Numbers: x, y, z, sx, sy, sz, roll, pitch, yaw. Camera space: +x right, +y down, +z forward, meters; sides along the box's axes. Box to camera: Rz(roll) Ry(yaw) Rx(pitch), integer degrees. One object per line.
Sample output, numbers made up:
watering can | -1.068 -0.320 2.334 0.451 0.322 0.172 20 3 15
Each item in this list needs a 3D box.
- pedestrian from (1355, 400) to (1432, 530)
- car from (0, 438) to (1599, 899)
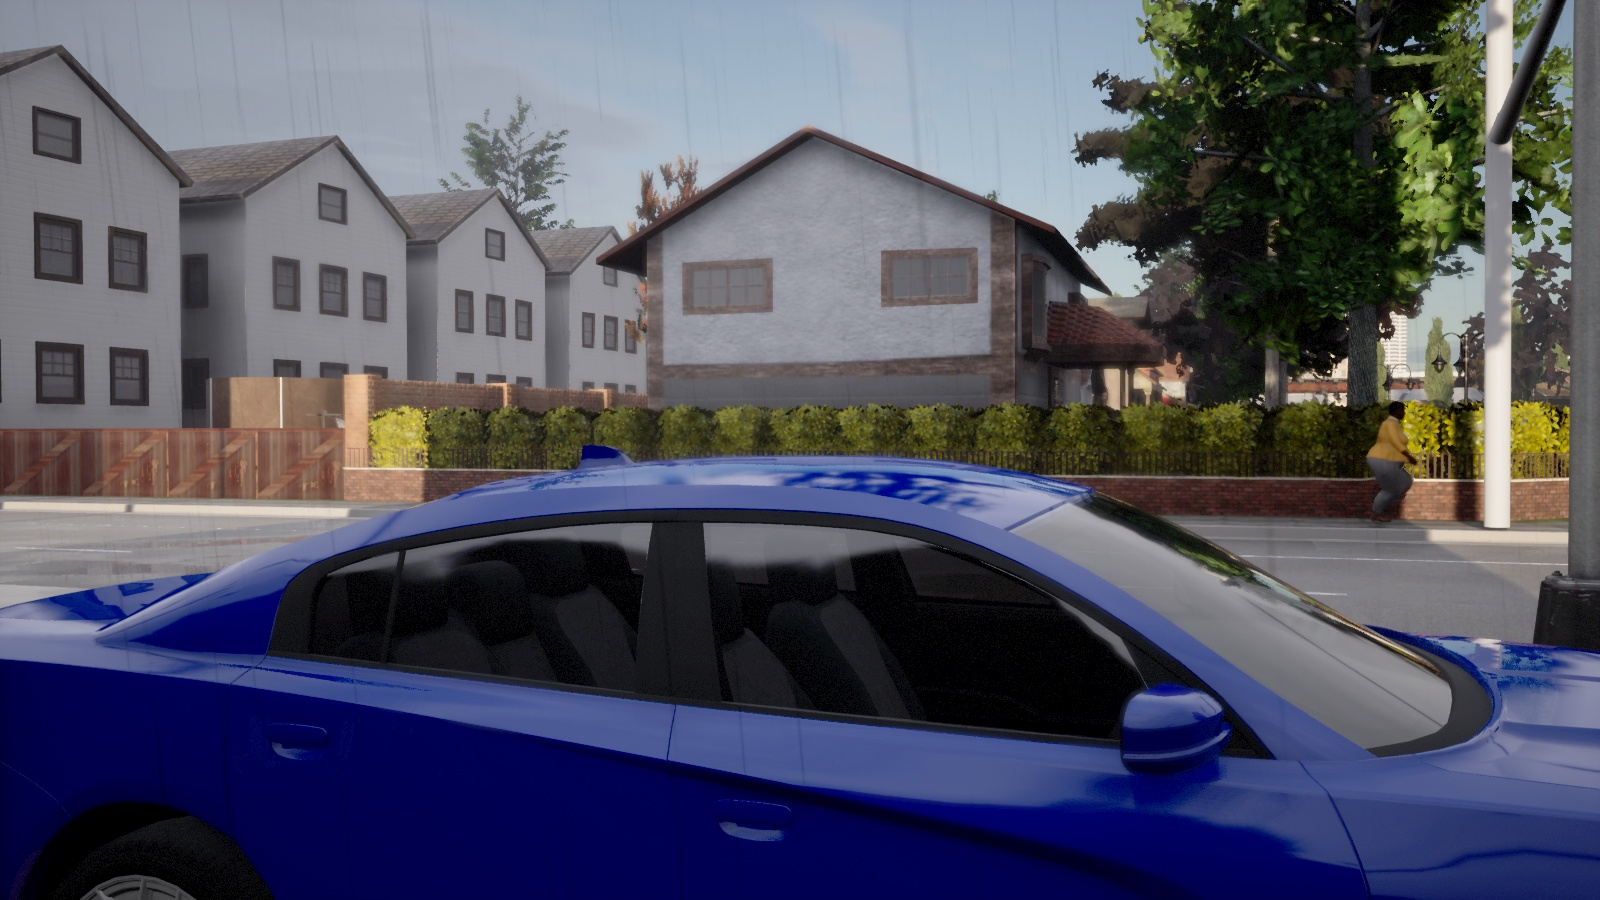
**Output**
pedestrian | 8.723 0.210 18.498 0.900 1.855 0.874 1 1 18
car | 0.253 0.755 3.108 5.008 1.535 1.882 1 1 19
